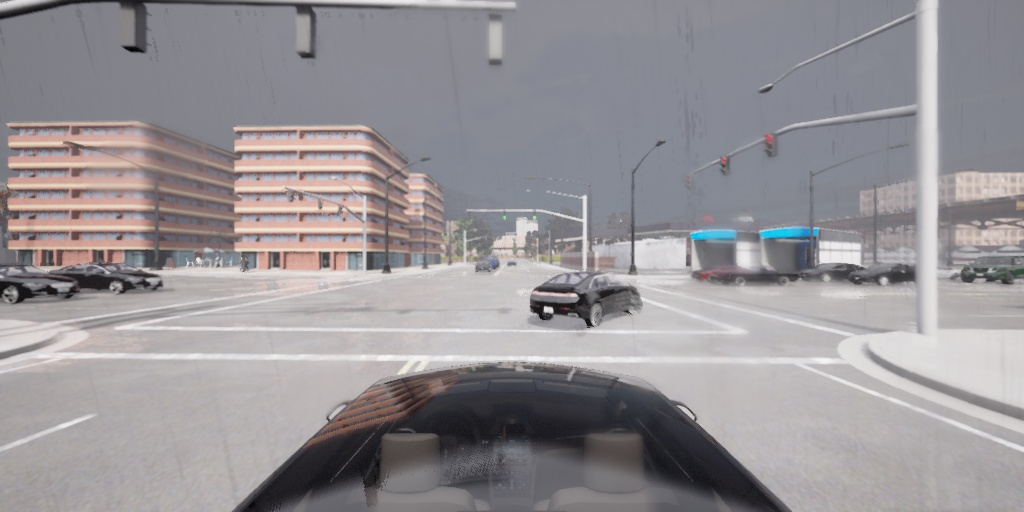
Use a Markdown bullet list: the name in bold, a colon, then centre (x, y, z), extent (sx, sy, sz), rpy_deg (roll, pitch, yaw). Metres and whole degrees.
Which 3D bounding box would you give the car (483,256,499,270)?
- **car**: centre (-3.558, 1.010, 55.118), extent (2.150, 2.045, 5.566), rpy_deg (0, 0, 1)

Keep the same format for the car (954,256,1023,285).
- **car**: centre (36.141, 0.990, 26.604), extent (5.566, 2.045, 2.150), rpy_deg (0, 0, -19)

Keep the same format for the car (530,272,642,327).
- **car**: centre (2.556, 1.250, 11.641), extent (2.128, 1.511, 4.902), rpy_deg (-1, 0, 40)

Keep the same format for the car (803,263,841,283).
- **car**: centre (25.025, 1.274, 27.944), extent (4.892, 1.490, 1.837), rpy_deg (0, 0, -5)

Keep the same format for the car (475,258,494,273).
- **car**: centre (-3.602, 1.286, 45.323), extent (1.837, 1.490, 4.892), rpy_deg (0, 0, 0)

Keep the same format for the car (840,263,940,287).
- **car**: centre (25.738, 1.272, 24.495), extent (4.892, 1.490, 1.837), rpy_deg (0, 0, -6)

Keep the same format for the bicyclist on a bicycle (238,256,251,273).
- **bicyclist on a bicycle**: centre (-26.159, 0.868, 35.049), extent (0.582, 1.620, 1.656), rpy_deg (1, 0, 1)

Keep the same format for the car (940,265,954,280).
- **car**: centre (34.681, 1.371, 29.766), extent (4.718, 1.301, 1.895), rpy_deg (0, 0, -19)

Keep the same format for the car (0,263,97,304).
- **car**: centre (-21.076, 1.119, 14.956), extent (4.902, 1.511, 2.128), rpy_deg (1, 0, 1)

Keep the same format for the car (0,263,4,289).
- **car**: centre (-30.550, 1.037, 18.648), extent (5.357, 1.411, 2.033), rpy_deg (1, 0, 1)

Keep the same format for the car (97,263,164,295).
- **car**: centre (-20.806, 1.121, 18.448), extent (4.902, 1.511, 2.128), rpy_deg (1, 0, 1)

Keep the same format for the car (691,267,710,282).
- **car**: centre (16.281, 1.333, 27.821), extent (4.181, 1.385, 1.994), rpy_deg (0, 0, 0)

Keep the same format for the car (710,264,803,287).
- **car**: centre (16.460, 1.367, 24.294), extent (4.718, 1.301, 1.895), rpy_deg (0, 0, 0)
